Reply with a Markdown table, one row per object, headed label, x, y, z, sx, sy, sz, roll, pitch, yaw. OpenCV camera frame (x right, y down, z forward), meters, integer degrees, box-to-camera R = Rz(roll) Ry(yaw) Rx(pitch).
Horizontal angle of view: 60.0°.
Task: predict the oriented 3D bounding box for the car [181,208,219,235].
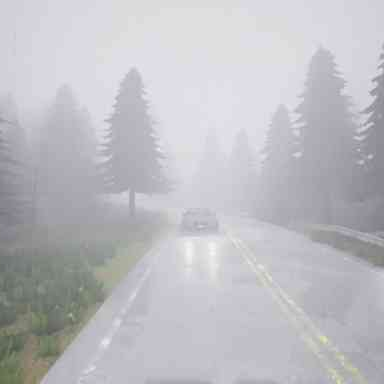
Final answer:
| label | x | y | z | sx | sy | sz | roll | pitch | yaw |
| --- | --- | --- | --- | --- | --- | --- | --- | --- | --- |
| car | 0.381 | 1.595 | 19.084 | 1.994 | 1.385 | 4.181 | 0 | 0 | -2 |
